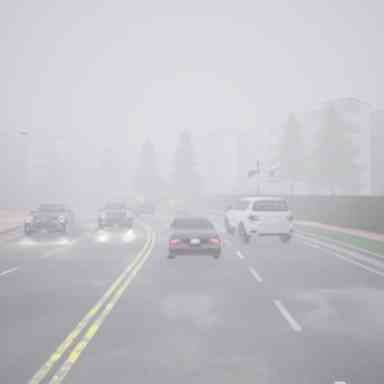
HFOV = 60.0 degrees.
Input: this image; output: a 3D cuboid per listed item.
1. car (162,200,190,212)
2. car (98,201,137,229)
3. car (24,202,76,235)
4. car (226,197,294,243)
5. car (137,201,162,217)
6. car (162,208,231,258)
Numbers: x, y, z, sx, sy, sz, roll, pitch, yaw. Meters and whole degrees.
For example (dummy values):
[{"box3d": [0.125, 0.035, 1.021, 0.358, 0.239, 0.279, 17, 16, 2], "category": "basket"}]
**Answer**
[{"box3d": [-1.945, 1.575, 34.039, 1.882, 1.535, 5.008, 0, 0, -26], "category": "car"}, {"box3d": [-5.123, 1.415, 22.180, 2.097, 1.767, 4.553, 0, 0, -15], "category": "car"}, {"box3d": [-7.992, 1.407, 19.098, 2.097, 1.767, 4.553, 0, 0, -12], "category": "car"}, {"box3d": [3.145, 1.269, 16.522, 2.150, 2.045, 5.566, 0, 0, -5], "category": "car"}, {"box3d": [-5.071, 1.584, 32.541, 2.128, 1.511, 4.902, 0, 0, -26], "category": "car"}, {"box3d": [-0.044, 1.584, 12.838, 2.033, 1.411, 5.357, 0, 0, -3], "category": "car"}]
